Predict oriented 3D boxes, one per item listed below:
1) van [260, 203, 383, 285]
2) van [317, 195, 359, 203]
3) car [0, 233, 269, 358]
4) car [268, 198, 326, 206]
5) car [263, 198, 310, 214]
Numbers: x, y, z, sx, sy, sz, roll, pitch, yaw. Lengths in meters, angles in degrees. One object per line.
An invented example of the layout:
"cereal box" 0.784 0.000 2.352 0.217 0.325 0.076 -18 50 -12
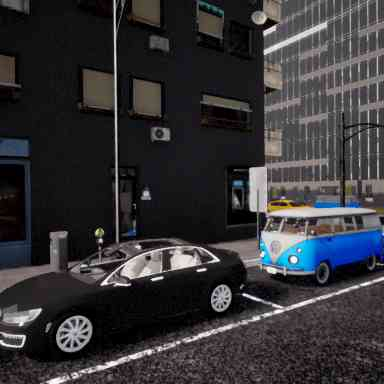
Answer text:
"van" 3.599 1.339 9.137 3.998 1.788 1.690 0 -1 -35
"van" 12.832 1.201 29.774 1.690 1.788 3.998 -1 1 -35
"car" -0.961 1.550 5.884 4.403 1.369 2.008 0 -1 -35
"car" 7.808 1.416 26.845 1.882 1.535 5.008 -1 1 -35
"car" 9.655 1.400 34.292 1.947 1.339 4.313 -1 1 -35
